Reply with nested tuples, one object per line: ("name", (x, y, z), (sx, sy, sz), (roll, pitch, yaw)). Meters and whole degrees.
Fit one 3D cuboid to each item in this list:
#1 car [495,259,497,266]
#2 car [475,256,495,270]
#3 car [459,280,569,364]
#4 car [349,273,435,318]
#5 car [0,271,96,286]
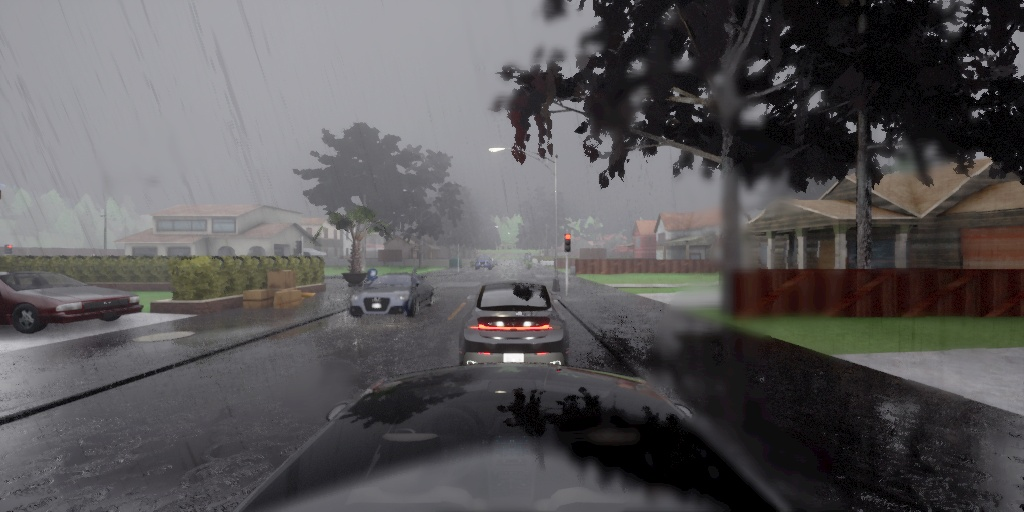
("car", (-4.035, 1.242, 63.241), (2.128, 1.511, 4.902), (0, 0, 0))
("car", (-4.072, 0.971, 52.269), (2.150, 2.045, 5.566), (0, 0, 0))
("car", (0.046, 1.255, 7.667), (1.837, 1.490, 4.892), (0, 0, 1))
("car", (-4.095, 1.314, 12.830), (1.994, 1.385, 4.181), (0, 0, 0))
("car", (-34.213, 1.241, 26.757), (4.902, 1.511, 2.128), (0, 0, 0))
